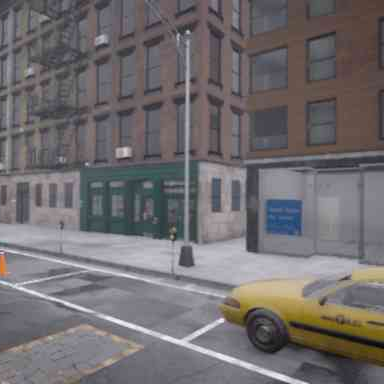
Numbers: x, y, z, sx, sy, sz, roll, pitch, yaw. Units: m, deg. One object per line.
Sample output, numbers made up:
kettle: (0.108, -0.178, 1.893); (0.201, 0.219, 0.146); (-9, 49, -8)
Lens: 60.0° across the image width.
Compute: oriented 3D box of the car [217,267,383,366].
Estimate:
car: (2.661, 1.639, 4.644); (4.829, 1.417, 1.752); (0, -1, 37)

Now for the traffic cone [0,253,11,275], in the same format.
traffic cone: (-5.569, 2.109, 9.802); (0.340, 0.580, 0.340); (0, -1, 37)
